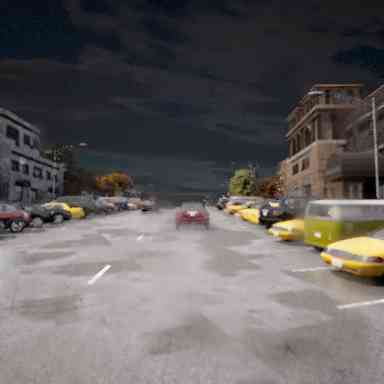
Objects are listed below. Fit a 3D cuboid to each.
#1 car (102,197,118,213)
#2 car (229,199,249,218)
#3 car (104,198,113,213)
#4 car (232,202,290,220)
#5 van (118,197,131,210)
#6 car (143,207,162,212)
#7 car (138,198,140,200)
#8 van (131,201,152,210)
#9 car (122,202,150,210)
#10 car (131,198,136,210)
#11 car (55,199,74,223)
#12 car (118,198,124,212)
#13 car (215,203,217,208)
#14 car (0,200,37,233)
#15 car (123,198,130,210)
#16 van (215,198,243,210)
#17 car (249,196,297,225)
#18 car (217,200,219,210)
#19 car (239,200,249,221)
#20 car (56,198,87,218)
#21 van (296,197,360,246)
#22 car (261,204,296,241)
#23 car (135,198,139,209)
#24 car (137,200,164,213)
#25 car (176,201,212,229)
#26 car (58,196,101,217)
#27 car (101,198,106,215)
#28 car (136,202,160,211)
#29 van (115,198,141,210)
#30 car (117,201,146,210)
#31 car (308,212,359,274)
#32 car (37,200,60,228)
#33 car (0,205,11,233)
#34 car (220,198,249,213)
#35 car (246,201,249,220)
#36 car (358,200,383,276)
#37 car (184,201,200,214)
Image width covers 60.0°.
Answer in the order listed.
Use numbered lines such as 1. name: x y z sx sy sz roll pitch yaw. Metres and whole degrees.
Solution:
1. car: -11.460 1.656 39.153 4.553 1.767 2.185 0 -1 -20
2. car: 6.138 1.596 27.312 5.366 1.575 1.946 1 -1 -20
3. car: -11.490 1.728 36.212 4.892 1.521 2.231 -1 -1 -20
4. car: 6.283 1.671 30.353 4.792 1.488 2.163 1 -1 -20
5. van: -11.565 1.763 47.909 4.442 1.987 1.878 0 -1 -20
6. car: -10.979 4.857 91.774 4.792 1.488 2.163 1 -6 -19
7. car: -11.371 2.278 56.747 4.792 1.488 2.163 0 -2 -20
8. van: -11.331 2.988 74.247 4.442 1.987 1.878 1 -4 -19
9. car: -11.462 2.808 68.369 5.366 1.575 1.946 0 -4 -19
10. car: -11.441 2.109 50.877 4.674 1.452 2.002 0 -2 -20
11. car: -11.506 1.561 24.476 5.008 1.535 2.097 -1 -1 -20
12. car: -11.452 1.875 42.093 4.792 1.488 2.163 0 -2 -20
13. car: 6.390 2.029 48.333 4.792 1.488 2.163 1 -2 -20
14. car: -11.459 1.387 18.614 4.553 1.767 2.185 -1 0 -20
15. car: -11.474 1.913 45.010 5.008 1.535 2.097 0 -2 -20
16. van: 6.310 2.038 57.263 4.442 1.987 1.878 1 -2 -19
17. car: 6.353 1.276 18.413 5.566 2.045 2.435 1 -1 -20
18. car: 6.343 1.963 45.329 4.674 1.452 2.002 1 -2 -20
19. car: 6.487 1.572 24.448 5.366 1.575 1.946 1 -1 -20
20. car: -11.676 1.590 27.349 5.366 1.575 1.946 -1 0 -20
21. van: 6.459 1.283 12.455 4.442 1.987 1.878 1 0 -20
22. car: 6.160 1.509 15.343 5.366 1.575 1.946 1 0 -20
23. car: -11.423 2.195 53.815 4.674 1.452 2.002 0 -2 -20
24. car: -5.155 1.914 42.200 2.033 1.411 5.357 0 -1 0
25. car: 0.023 1.412 22.380 2.097 1.767 4.553 0 0 0
26. car: -11.533 1.381 30.332 5.566 2.045 2.435 -1 -1 -20
27. car: -11.495 1.675 33.275 4.892 1.521 2.231 -1 -1 -20
28. car: -11.075 3.719 83.060 5.566 2.045 2.435 1 -6 -19
29. van: -11.488 2.134 59.636 4.442 1.987 1.878 0 -2 -20
30. car: -11.356 2.490 62.594 5.008 1.535 2.097 0 -3 -20
31. car: 6.188 1.499 9.350 5.366 1.575 1.946 1 0 -20
32. car: -11.488 1.532 21.544 5.008 1.535 2.097 -1 0 -20
33. car: -11.482 1.538 15.681 4.674 1.452 2.002 -1 0 -20
34. car: 6.145 1.729 36.285 5.366 1.575 1.946 1 -1 -20
35. car: 6.494 1.546 21.456 5.366 1.575 1.946 1 -1 -20
36. car: 6.404 1.252 6.432 5.566 2.045 2.435 1 0 -20
37. car: 0.035 1.845 40.254 1.812 1.442 4.674 0 -1 0
